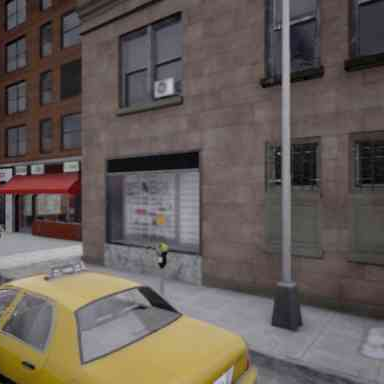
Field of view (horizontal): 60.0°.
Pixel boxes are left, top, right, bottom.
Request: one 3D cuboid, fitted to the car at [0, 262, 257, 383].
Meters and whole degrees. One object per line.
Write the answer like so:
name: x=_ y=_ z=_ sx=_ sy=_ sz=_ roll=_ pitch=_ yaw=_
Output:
car: x=-1.673 y=1.533 z=4.004 sx=4.829 sy=1.417 sz=1.752 roll=0 pitch=0 yaw=36
